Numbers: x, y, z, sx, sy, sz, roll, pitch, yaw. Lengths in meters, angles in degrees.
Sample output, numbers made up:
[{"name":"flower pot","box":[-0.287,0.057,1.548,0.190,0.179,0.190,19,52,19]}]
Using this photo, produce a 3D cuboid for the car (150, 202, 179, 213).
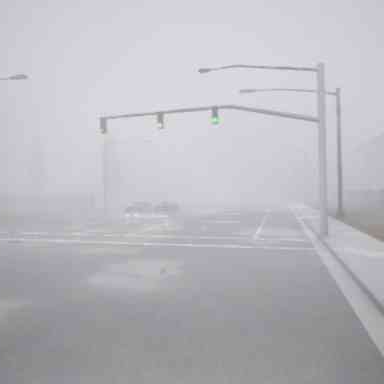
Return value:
[{"name":"car","box":[-3.139,1.851,40.861,1.895,1.301,4.718,-1,0,15]}]

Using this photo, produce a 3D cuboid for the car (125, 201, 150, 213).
[{"name":"car","box":[-6.494,1.871,41.867,2.033,1.411,5.357,-1,0,15]}]
